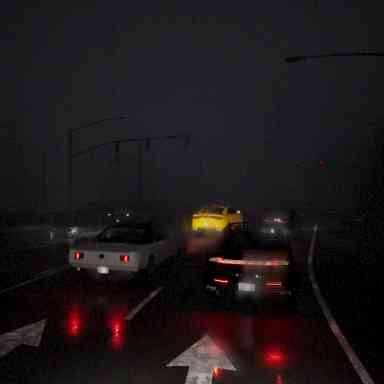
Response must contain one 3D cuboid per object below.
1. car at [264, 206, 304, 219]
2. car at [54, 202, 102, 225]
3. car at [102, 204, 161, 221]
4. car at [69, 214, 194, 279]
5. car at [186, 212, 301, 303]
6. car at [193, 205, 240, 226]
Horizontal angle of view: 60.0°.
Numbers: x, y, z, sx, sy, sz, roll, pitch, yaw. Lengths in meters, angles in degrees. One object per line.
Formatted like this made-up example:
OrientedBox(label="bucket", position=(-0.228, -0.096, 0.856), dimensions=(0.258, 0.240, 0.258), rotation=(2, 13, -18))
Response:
OrientedBox(label="car", position=(4.598, 1.505, 17.207), dimensions=(1.837, 1.490, 4.892), rotation=(0, 0, 21))
OrientedBox(label="car", position=(-7.796, 1.478, 24.345), dimensions=(1.882, 1.535, 5.008), rotation=(0, 0, 22))
OrientedBox(label="car", position=(-4.117, 1.600, 24.102), dimensions=(1.895, 1.301, 4.718), rotation=(0, 0, 22))
OrientedBox(label="car", position=(-1.567, 1.601, 10.200), dimensions=(1.895, 1.301, 4.718), rotation=(0, 0, 15))
OrientedBox(label="car", position=(1.538, 1.492, 8.323), dimensions=(2.128, 1.511, 4.902), rotation=(0, 0, 13))
OrientedBox(label="car", position=(1.597, 1.478, 19.034), dimensions=(1.882, 1.535, 5.008), rotation=(0, 0, 21))
